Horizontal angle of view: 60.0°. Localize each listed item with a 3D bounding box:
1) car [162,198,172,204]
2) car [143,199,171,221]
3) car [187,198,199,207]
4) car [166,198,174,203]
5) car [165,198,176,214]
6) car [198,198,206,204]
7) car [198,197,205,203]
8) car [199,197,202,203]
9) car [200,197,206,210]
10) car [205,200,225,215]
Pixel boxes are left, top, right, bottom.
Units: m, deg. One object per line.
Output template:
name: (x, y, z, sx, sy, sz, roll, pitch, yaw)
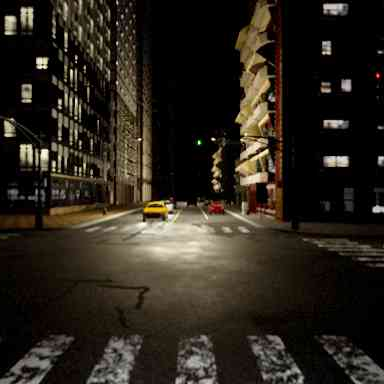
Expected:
car: (-5.835, 2.113, 77.863, 2.008, 1.369, 4.403, 0, 0, 0)
car: (-3.155, 1.681, 29.323, 1.882, 1.535, 5.008, 0, 0, 0)
car: (-0.013, 1.928, 59.470, 1.837, 1.490, 4.892, 0, 0, 0)
car: (-5.857, 2.195, 89.160, 1.887, 1.381, 4.507, 0, 0, 0)
car: (-3.174, 1.799, 39.082, 1.812, 1.442, 4.674, 0, 0, 0)
car: (2.534, 2.188, 83.527, 1.802, 1.307, 4.206, 0, 0, 0)
car: (2.523, 2.091, 89.177, 1.967, 1.590, 4.097, 0, 0, 0)
car: (2.589, 1.943, 55.285, 2.008, 1.369, 4.403, 0, 0, 0)
car: (2.599, 1.902, 49.637, 2.008, 1.369, 4.403, 0, 0, 0)
car: (2.674, 1.838, 36.720, 1.802, 1.307, 4.206, 0, 0, 0)
